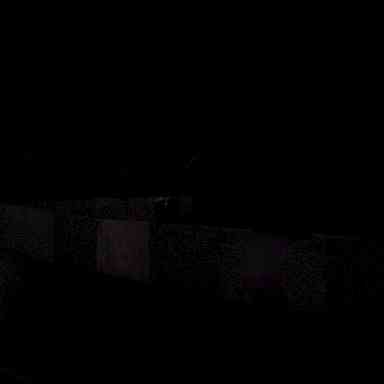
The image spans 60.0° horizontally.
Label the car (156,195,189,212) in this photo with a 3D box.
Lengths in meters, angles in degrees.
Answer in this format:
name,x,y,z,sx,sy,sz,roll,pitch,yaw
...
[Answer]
name,x,y,z,sx,sy,sz,roll,pitch,yaw
car,-2.029,1.087,34.861,2.097,1.767,4.553,-3,-1,36
